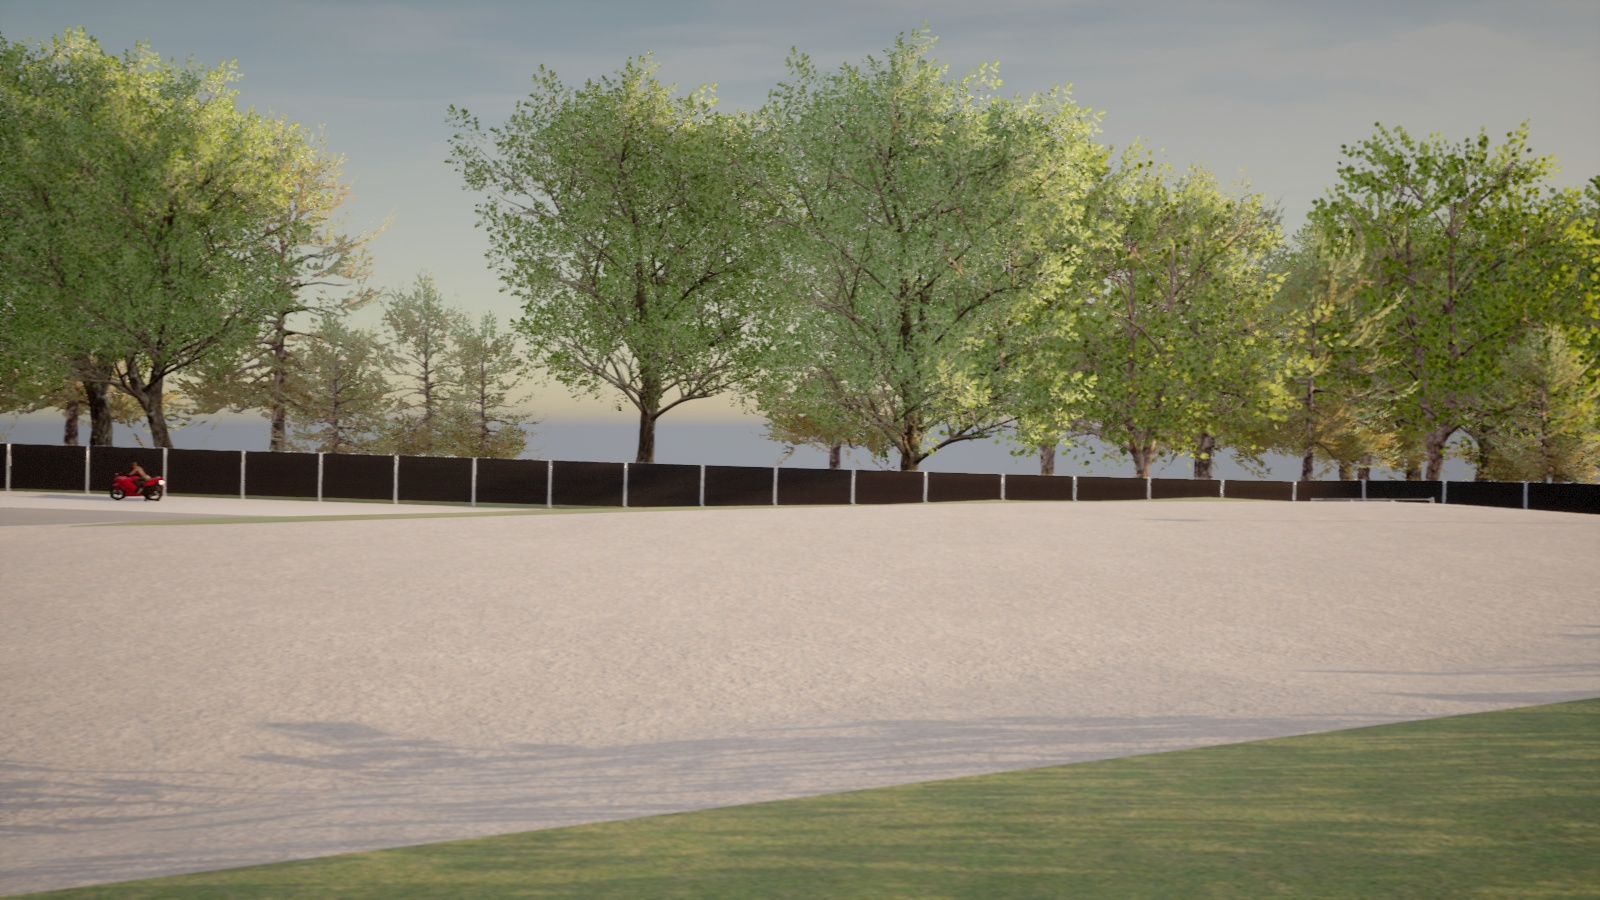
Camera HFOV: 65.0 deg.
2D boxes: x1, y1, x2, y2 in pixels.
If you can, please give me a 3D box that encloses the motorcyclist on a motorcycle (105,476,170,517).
[{"bbox_3d":[-25.414,1.770,48.202,2.044,1.523,0.797,1,1,-2],"label":"motorcyclist on a motorcycle"}]
